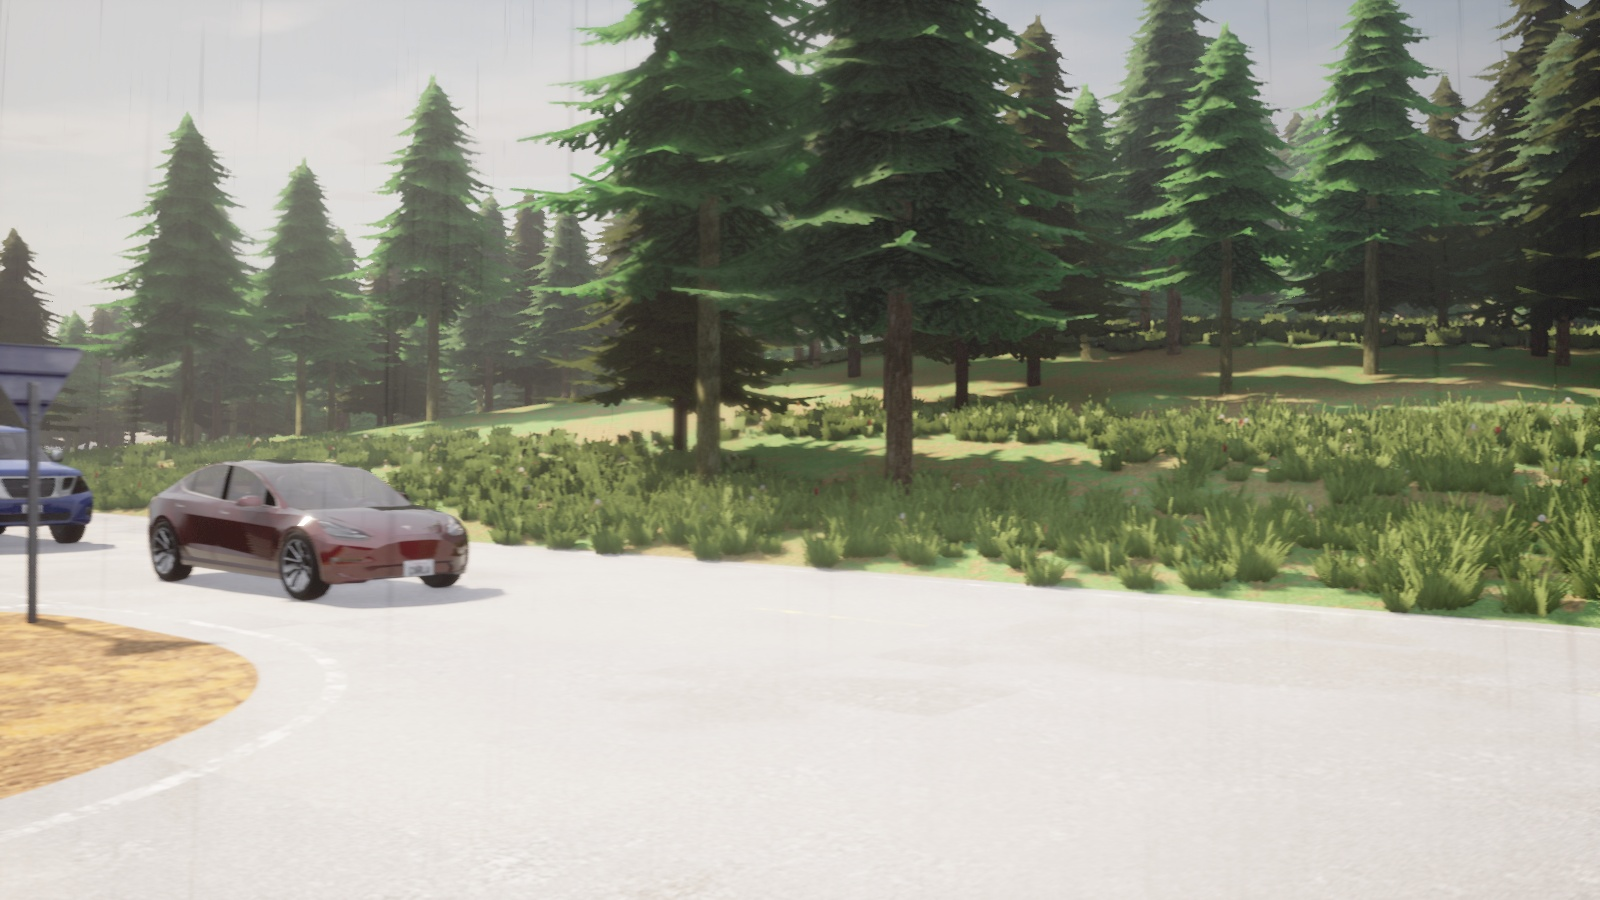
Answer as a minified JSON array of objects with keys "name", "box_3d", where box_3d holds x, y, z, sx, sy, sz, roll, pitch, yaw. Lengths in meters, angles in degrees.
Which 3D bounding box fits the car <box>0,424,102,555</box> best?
[{"name":"car","box_3d":[-14.401,0.602,21.666,5.566,2.045,2.150,1,0,38]}]

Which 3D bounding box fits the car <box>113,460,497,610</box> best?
[{"name":"car","box_3d":[-6.019,0.876,15.013,4.792,1.488,2.163,0,0,38]}]
